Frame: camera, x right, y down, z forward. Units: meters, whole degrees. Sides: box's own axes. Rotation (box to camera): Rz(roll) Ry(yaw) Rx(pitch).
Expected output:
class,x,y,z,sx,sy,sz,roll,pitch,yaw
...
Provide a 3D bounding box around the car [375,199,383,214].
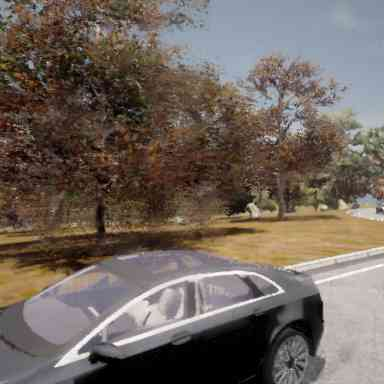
class,x,y,z,sx,sy,sz,roll,pitch,yaw
car,20.006,1.444,33.923,2.128,1.511,4.902,0,0,36

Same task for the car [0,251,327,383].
class,x,y,z,sx,sy,sz,roll,pitch,yaw
car,-0.559,1.489,3.588,4.902,1.511,2.128,0,0,-35
